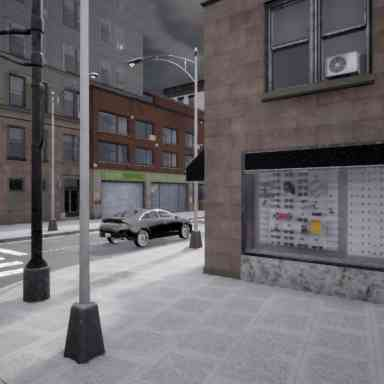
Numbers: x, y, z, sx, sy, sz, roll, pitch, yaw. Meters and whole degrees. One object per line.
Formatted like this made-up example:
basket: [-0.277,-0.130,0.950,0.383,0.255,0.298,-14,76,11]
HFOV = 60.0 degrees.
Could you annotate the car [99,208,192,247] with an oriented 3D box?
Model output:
car: [-1.875,1.459,14.950,2.128,1.511,4.902,0,0,35]
